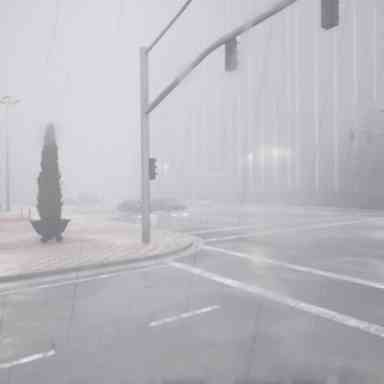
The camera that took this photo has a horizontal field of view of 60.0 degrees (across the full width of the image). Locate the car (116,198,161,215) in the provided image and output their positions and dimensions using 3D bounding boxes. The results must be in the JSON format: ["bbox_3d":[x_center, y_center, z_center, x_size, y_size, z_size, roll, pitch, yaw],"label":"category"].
[{"bbox_3d":[-5.476,1.347,31.804,2.033,1.411,5.357,-1,1,-36],"label":"car"}]

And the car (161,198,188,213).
[{"bbox_3d":[-2.627,1.297,33.836,2.033,1.411,5.357,-1,1,-36],"label":"car"}]

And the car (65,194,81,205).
[{"bbox_3d":[-18.998,1.365,50.636,1.994,1.385,4.181,-1,1,-35],"label":"car"}]

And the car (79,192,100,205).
[{"bbox_3d":[-16.725,0.977,53.476,2.150,2.045,5.566,-1,0,-36],"label":"car"}]
